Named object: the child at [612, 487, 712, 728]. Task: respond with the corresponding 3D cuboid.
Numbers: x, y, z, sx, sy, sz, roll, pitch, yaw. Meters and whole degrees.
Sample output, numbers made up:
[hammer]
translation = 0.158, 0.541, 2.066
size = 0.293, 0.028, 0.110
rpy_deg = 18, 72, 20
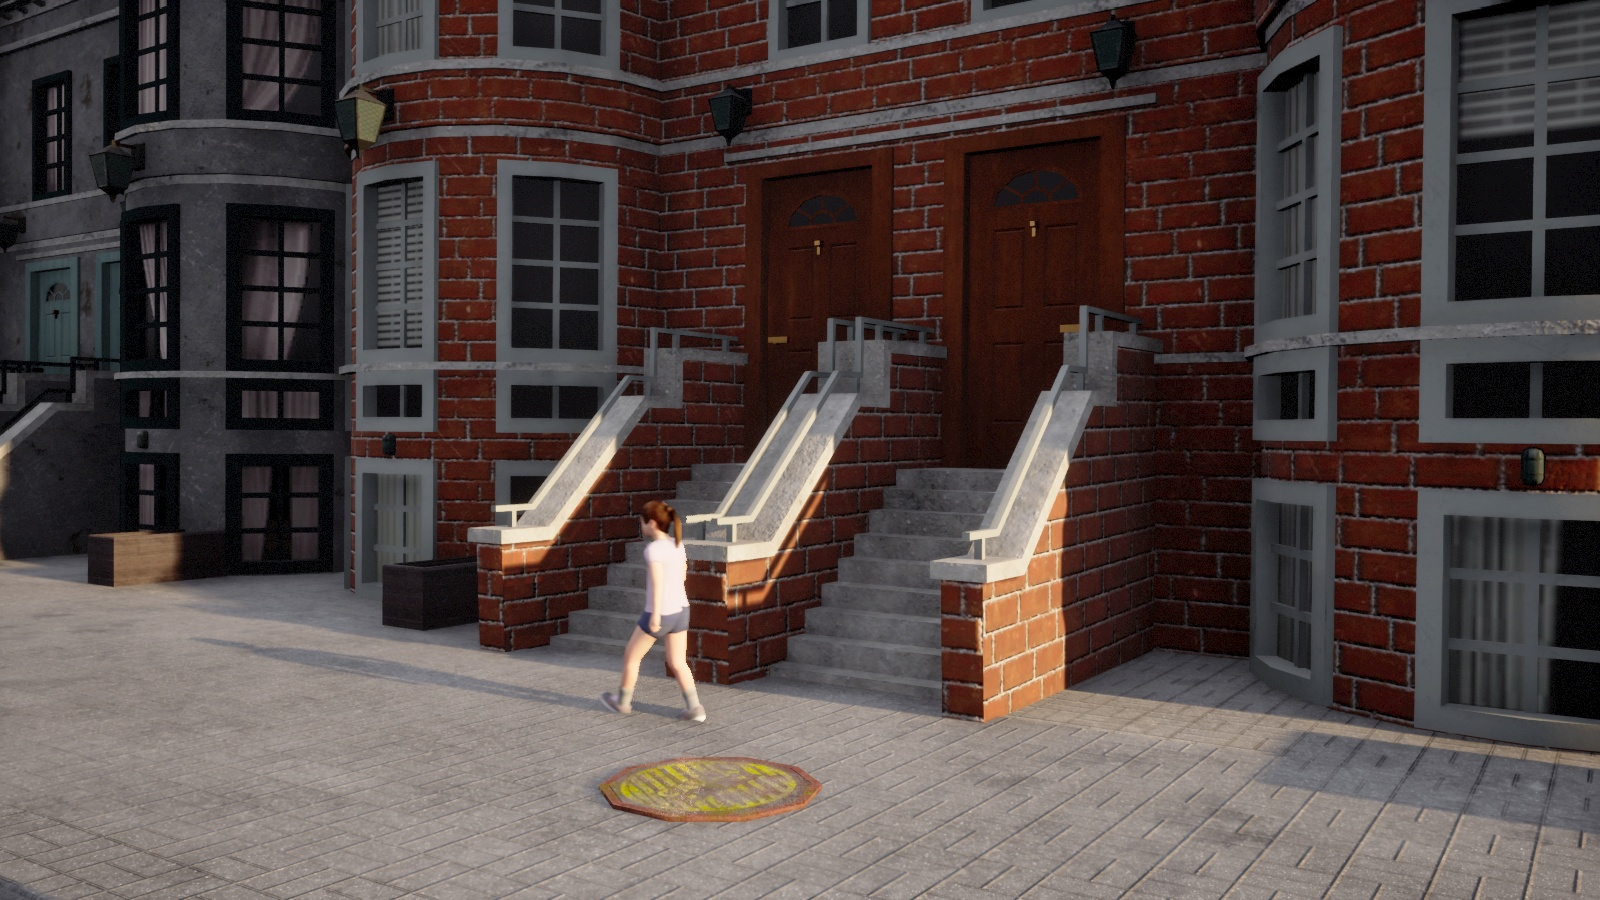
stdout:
[child]
translation = -0.668, 0.744, 6.074
size = 0.394, 1.110, 0.255
rpy_deg = 0, 1, 33
